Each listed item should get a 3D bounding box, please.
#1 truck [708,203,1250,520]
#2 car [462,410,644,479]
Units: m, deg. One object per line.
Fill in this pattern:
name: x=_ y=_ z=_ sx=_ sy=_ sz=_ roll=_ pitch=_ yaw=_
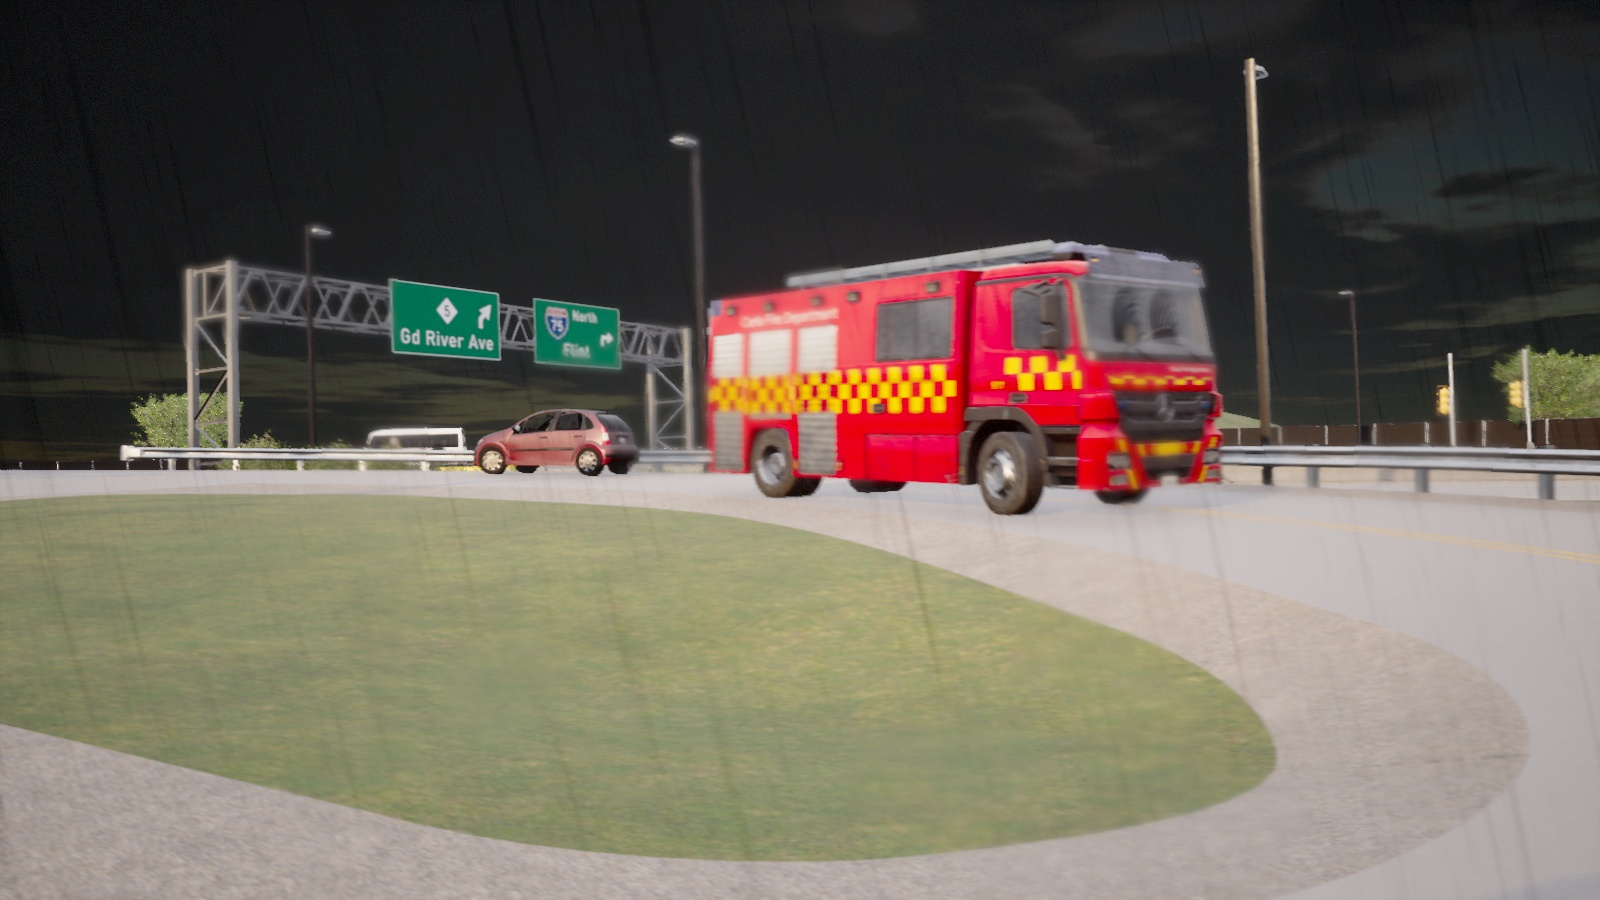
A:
truck: x=2.255 y=-1.140 z=19.371 sx=2.891 sy=3.827 sz=8.468 roll=-3 pitch=2 yaw=-39
car: x=-6.078 y=-0.124 z=30.950 sx=3.988 sy=1.617 sz=1.851 roll=-1 pitch=0 yaw=20
